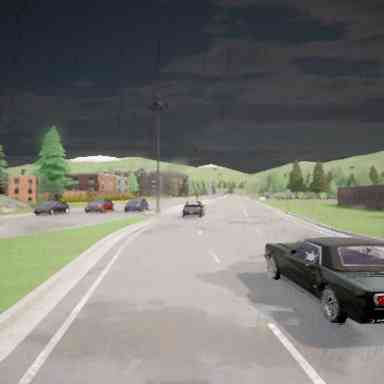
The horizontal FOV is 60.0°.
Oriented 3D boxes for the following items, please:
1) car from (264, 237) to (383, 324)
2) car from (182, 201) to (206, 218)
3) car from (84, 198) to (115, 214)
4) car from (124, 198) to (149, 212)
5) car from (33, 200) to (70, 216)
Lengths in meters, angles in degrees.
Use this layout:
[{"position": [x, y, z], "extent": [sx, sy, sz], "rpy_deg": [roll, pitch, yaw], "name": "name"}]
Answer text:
[{"position": [3.138, 1.633, 7.224], "extent": [1.895, 1.301, 4.718], "rpy_deg": [0, 0, -6], "name": "car"}, {"position": [0.247, 1.641, 32.231], "extent": [2.128, 1.511, 4.902], "rpy_deg": [0, 0, 7], "name": "car"}, {"position": [-10.701, 1.540, 38.764], "extent": [2.097, 1.767, 4.553], "rpy_deg": [0, 0, 8], "name": "car"}, {"position": [-6.817, 1.548, 41.184], "extent": [2.097, 1.767, 4.553], "rpy_deg": [0, 0, 8], "name": "car"}, {"position": [-14.743, 1.682, 35.258], "extent": [1.837, 1.490, 4.892], "rpy_deg": [0, -1, 8], "name": "car"}]
